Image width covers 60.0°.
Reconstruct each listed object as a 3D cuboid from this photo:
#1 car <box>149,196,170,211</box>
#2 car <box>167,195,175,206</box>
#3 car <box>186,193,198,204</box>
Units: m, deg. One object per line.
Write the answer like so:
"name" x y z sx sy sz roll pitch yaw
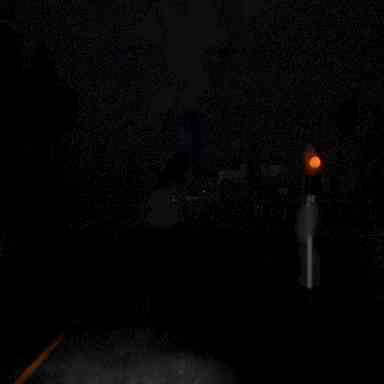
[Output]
"car" -4.077 1.525 40.905 1.812 1.442 4.674 0 0 0
"car" -4.071 1.524 50.414 1.812 1.442 4.674 0 0 0
"car" 0.019 1.220 62.736 2.150 2.045 5.566 0 0 0
